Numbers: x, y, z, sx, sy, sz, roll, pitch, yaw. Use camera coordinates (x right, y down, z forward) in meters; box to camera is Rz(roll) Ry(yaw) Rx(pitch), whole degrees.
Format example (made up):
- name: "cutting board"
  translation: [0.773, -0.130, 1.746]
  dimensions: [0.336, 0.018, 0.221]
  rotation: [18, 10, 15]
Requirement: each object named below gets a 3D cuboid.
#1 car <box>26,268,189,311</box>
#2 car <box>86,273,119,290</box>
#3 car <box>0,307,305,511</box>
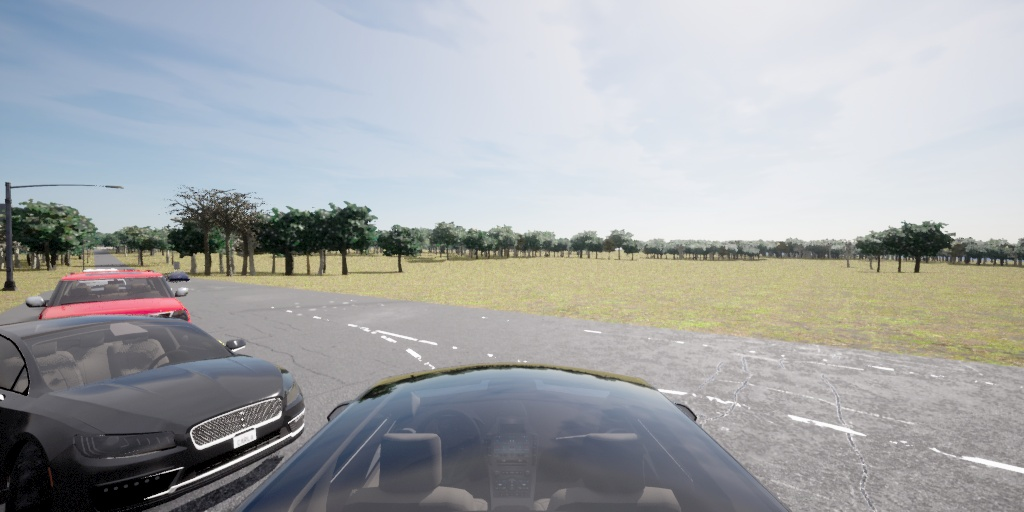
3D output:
- name: "car"
  translation: [-9.510, 1.385, 8.595]
  dimensions: [5.566, 2.045, 2.150]
  rotation: [-2, 0, 41]
- name: "car"
  translation: [-43.068, 2.632, 37.799]
  dimensions: [5.357, 1.411, 2.033]
  rotation: [-2, 0, 44]
- name: "car"
  translation: [-4.578, 1.445, 3.972]
  dimensions: [4.892, 1.490, 1.837]
  rotation: [-3, -3, 21]
